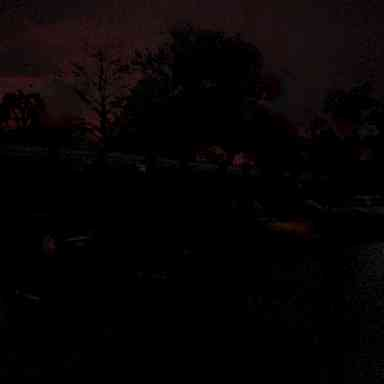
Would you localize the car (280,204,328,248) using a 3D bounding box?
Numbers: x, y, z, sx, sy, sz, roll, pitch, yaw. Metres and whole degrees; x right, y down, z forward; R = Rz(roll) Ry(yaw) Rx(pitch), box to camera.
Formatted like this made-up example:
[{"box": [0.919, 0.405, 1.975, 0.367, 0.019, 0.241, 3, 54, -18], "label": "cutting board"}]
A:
[{"box": [2.903, 1.492, 14.875, 5.366, 1.575, 1.946, -1, -1, 34], "label": "car"}]

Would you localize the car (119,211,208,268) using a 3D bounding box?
[{"box": [-2.147, 1.520, 11.447, 4.792, 1.488, 2.163, -1, -1, 35], "label": "car"}]

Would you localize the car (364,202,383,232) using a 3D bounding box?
[{"box": [7.670, 1.504, 18.472, 4.892, 1.521, 2.231, -1, -1, 35], "label": "car"}]

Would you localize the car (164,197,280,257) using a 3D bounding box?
[{"box": [0.261, 1.243, 13.240, 5.566, 2.045, 2.435, -1, -1, 34], "label": "car"}]

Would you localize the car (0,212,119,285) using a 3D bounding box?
[{"box": [-4.610, 1.362, 9.693, 4.553, 1.767, 2.185, -1, -1, 34], "label": "car"}]

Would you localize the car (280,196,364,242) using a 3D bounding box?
[{"box": [5.231, 1.248, 16.713, 5.566, 2.045, 2.435, -1, -1, 35], "label": "car"}]

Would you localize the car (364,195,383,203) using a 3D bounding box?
[{"box": [10.102, 1.255, 20.265, 5.566, 2.045, 2.435, -1, -1, 34], "label": "car"}]
